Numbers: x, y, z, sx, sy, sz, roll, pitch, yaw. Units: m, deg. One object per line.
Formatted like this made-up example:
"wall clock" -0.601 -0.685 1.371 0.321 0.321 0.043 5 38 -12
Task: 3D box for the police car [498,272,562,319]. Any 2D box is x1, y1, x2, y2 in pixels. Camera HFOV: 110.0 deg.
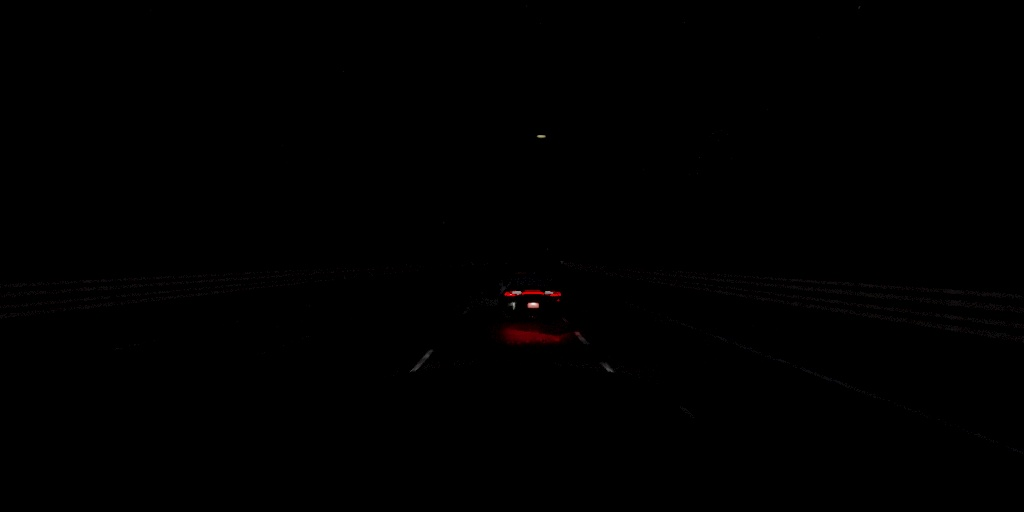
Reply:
"police car" 0.520 1.392 13.552 2.038 1.542 4.974 0 -1 -3
